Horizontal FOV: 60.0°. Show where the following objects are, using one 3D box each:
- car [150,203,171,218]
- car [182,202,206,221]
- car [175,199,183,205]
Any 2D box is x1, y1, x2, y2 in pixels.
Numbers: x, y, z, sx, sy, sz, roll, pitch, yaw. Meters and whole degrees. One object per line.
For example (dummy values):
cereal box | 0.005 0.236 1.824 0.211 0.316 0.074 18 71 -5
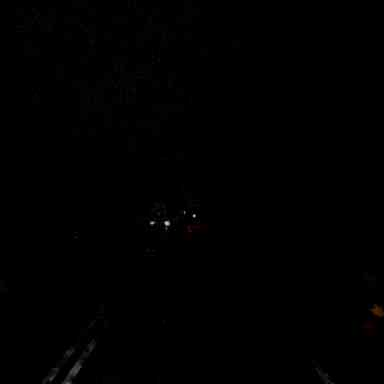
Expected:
car | -3.225 1.878 34.425 1.812 1.442 4.674 0 -1 0
car | 0.204 1.814 30.839 1.837 1.490 4.892 0 -1 0
car | -2.944 2.230 75.835 2.033 1.411 5.357 0 -1 0
